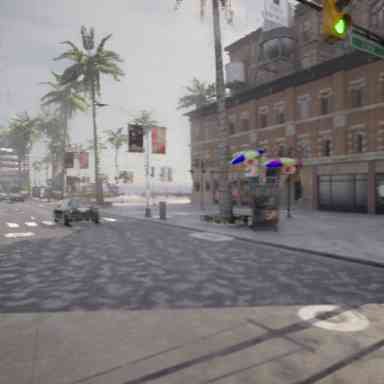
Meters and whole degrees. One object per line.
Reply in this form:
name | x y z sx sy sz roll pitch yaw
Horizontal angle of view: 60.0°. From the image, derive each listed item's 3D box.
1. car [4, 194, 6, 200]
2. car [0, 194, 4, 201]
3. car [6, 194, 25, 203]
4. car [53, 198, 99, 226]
car | -36.376 1.049 64.797 1.812 1.442 4.674 -1 1 -44
car | -33.002 1.093 55.050 1.882 1.535 5.008 -1 1 -36
car | -29.873 1.042 56.671 1.882 1.535 5.008 -1 1 -36
car | -7.741 1.143 21.963 2.097 1.767 4.553 -1 1 -32
